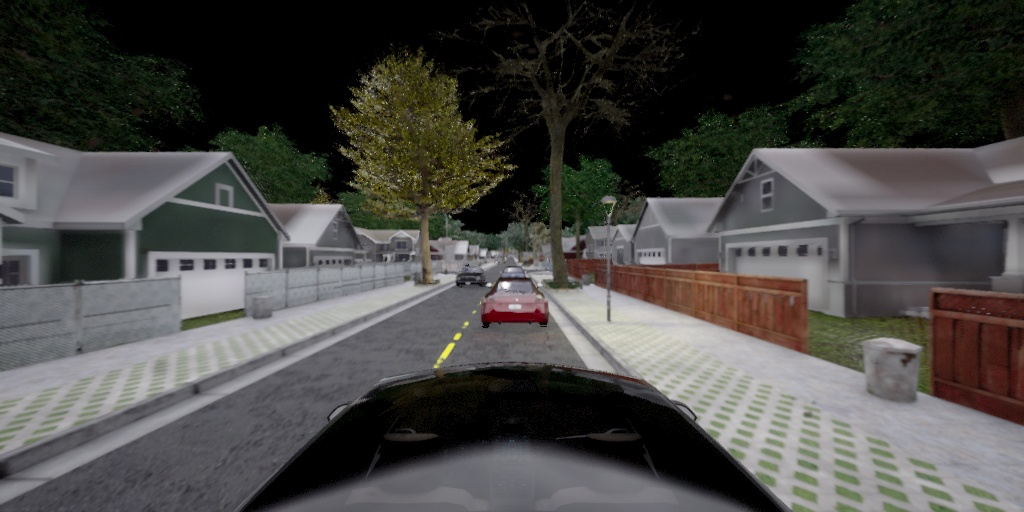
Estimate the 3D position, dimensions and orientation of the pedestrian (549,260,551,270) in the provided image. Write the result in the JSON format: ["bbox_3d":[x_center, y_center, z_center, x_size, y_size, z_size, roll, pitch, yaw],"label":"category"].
[{"bbox_3d":[4.501,1.008,42.529,0.375,1.300,0.375,0,0,0],"label":"pedestrian"}]

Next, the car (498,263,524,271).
[{"bbox_3d":[0.087,1.426,25.959,2.033,1.411,5.357,0,0,0],"label":"car"}]

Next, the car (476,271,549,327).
[{"bbox_3d":[0.087,1.368,11.801,1.994,1.385,4.181,0,0,0],"label":"car"}]

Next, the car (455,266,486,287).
[{"bbox_3d":[-2.851,1.426,25.941,2.033,1.411,5.357,0,0,0],"label":"car"}]
